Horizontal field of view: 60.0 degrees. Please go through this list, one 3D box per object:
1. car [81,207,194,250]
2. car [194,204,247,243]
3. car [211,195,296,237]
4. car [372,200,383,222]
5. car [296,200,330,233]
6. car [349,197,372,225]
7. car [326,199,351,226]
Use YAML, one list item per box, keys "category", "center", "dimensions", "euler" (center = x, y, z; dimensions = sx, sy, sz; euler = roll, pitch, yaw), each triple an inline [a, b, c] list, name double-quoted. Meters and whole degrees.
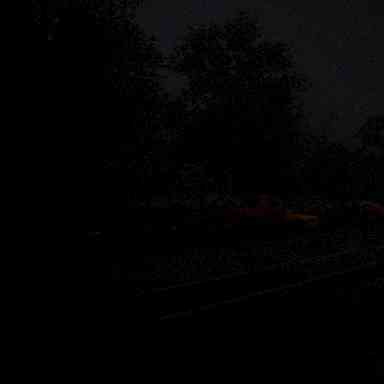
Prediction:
- category: "car"
  center: [-2.611, 1.500, 14.242]
  dimensions: [4.792, 1.488, 2.163]
  euler: [-1, 0, 35]
- category: "car"
  center: [-0.136, 1.482, 15.944]
  dimensions: [4.792, 1.488, 2.163]
  euler: [-1, -1, 34]
- category: "car"
  center: [2.230, 1.186, 17.702]
  dimensions: [5.566, 2.045, 2.435]
  euler: [-1, 0, 34]
- category: "car"
  center: [11.870, 1.371, 24.660]
  dimensions: [5.008, 1.535, 2.097]
  euler: [-1, 0, 34]
- category: "car"
  center: [4.827, 1.414, 19.321]
  dimensions: [5.366, 1.575, 1.946]
  euler: [-1, -1, 34]
- category: "car"
  center: [9.499, 1.261, 22.892]
  dimensions: [4.553, 1.767, 2.185]
  euler: [-1, 0, 34]
- category: "car"
  center: [7.081, 1.405, 21.156]
  dimensions: [4.892, 1.521, 2.231]
  euler: [-1, 0, 34]
